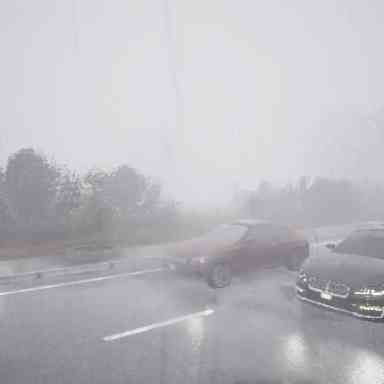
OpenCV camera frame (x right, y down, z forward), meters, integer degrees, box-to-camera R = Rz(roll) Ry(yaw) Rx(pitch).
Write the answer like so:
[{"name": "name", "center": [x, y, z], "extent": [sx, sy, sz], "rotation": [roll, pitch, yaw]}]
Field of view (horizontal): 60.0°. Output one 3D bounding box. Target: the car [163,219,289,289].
[{"name": "car", "center": [1.421, 1.527, 9.305], "extent": [4.674, 1.442, 1.812], "rotation": [0, 0, -36]}]

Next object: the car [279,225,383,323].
[{"name": "car", "center": [4.232, 1.506, 7.032], "extent": [4.892, 1.490, 1.837], "rotation": [0, 0, -36]}]
